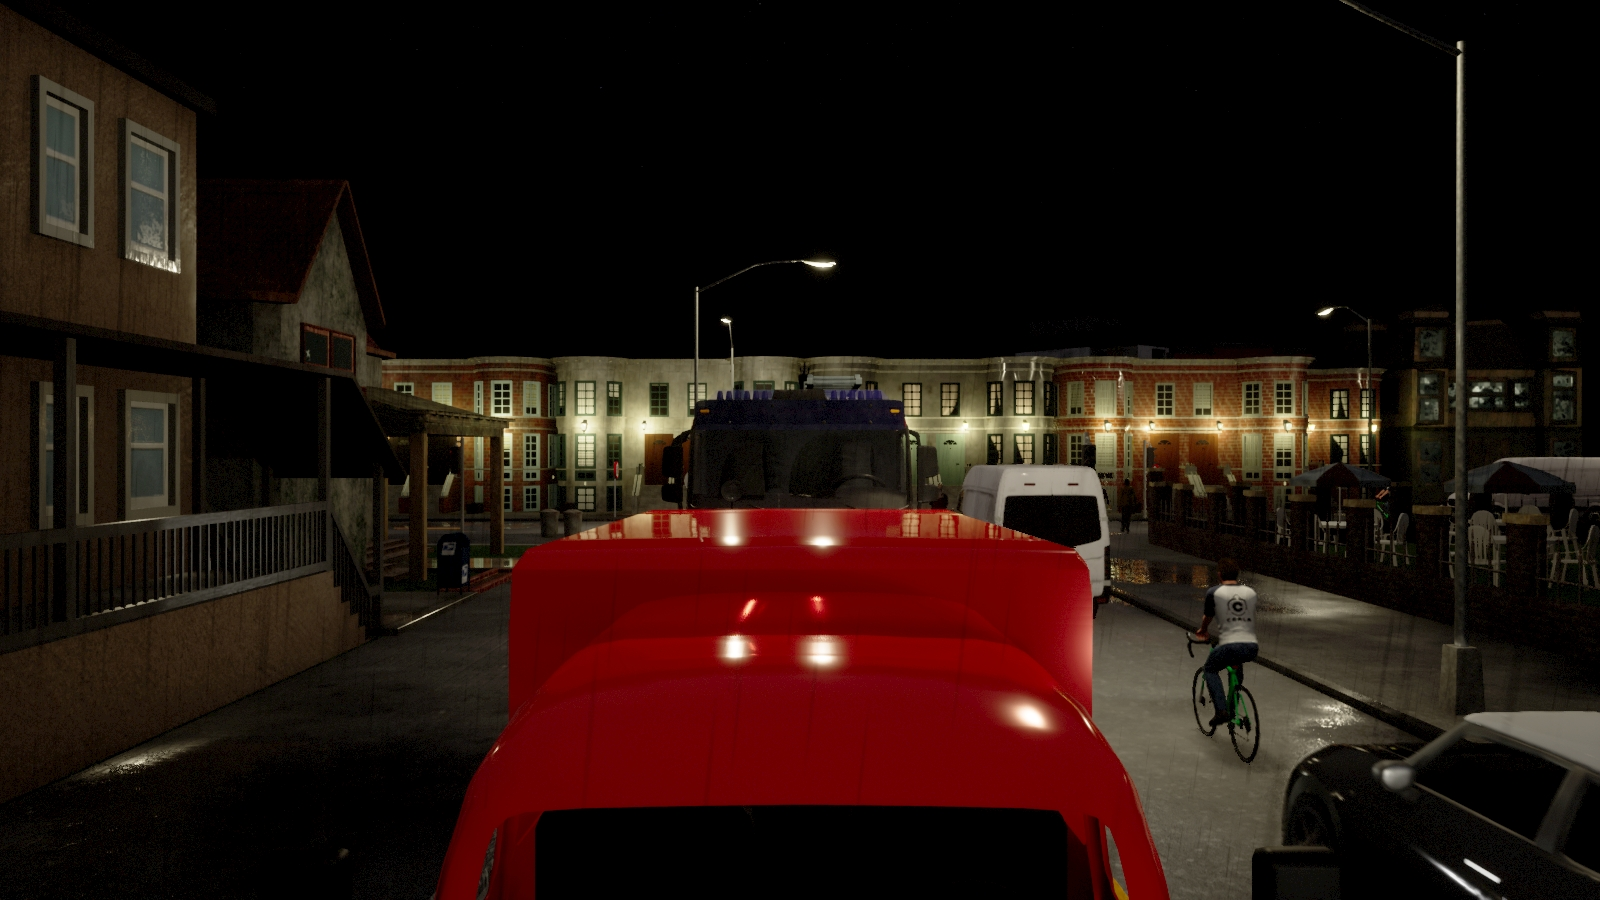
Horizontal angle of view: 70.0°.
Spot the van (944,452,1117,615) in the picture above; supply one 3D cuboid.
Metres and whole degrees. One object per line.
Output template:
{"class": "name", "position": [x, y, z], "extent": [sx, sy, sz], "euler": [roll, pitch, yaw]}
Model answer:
{"class": "van", "position": [4.009, 1.325, 21.019], "extent": [1.988, 2.561, 5.915], "euler": [0, 0, 0]}

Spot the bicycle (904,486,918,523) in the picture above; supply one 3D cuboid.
{"class": "bicycle", "position": [3.993, 1.958, 41.278], "extent": [0.329, 1.271, 1.835], "euler": [0, 0, 0]}

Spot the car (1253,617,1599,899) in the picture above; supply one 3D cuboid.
{"class": "car", "position": [3.999, 1.848, 5.698], "extent": [1.970, 1.475, 3.806], "euler": [0, 0, 0]}

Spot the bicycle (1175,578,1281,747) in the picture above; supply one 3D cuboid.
{"class": "bicycle", "position": [3.993, 1.941, 10.761], "extent": [0.373, 1.296, 1.643], "euler": [0, 0, 0]}

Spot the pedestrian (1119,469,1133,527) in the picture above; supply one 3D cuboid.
{"class": "pedestrian", "position": [10.470, 1.532, 36.737], "extent": [0.375, 1.860, 0.375], "euler": [0, 0, 8]}

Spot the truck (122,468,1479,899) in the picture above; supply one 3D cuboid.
{"class": "truck", "position": [-0.002, 1.351, 4.813], "extent": [2.627, 2.467, 5.204], "euler": [0, 0, 0]}

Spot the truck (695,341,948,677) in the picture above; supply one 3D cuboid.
{"class": "truck", "position": [0.275, 0.678, 17.256], "extent": [2.891, 3.827, 8.468], "euler": [0, 0, 0]}
